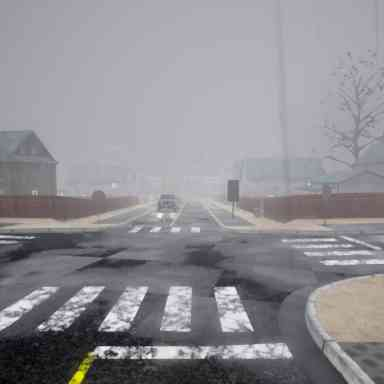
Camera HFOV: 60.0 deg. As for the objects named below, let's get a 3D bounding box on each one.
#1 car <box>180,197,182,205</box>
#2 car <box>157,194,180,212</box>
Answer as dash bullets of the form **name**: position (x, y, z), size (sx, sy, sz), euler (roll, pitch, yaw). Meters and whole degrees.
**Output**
- **car**: position (-2.787, 1.545, 60.888), size (1.837, 1.490, 4.892), euler (0, -1, 0)
- **car**: position (-2.867, 1.221, 39.274), size (2.150, 2.045, 5.566), euler (0, 0, 0)
